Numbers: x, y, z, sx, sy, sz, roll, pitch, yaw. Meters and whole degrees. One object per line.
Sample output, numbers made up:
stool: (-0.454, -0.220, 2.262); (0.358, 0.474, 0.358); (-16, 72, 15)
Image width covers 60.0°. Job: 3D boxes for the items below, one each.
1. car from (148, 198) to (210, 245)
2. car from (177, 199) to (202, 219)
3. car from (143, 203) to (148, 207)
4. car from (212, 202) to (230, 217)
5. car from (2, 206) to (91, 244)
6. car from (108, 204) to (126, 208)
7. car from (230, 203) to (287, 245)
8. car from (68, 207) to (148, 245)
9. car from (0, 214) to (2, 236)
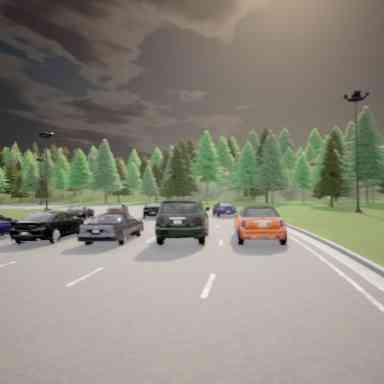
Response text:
car: (-0.355, 1.327, 16.251); (2.150, 2.045, 5.566); (-1, 0, 5)
car: (-0.282, 1.566, 32.737); (2.097, 1.767, 4.553); (-1, -1, -5)
car: (-3.811, 1.752, 32.864); (1.882, 1.535, 5.008); (-1, 0, -5)
car: (3.178, 1.688, 33.303); (1.812, 1.442, 4.674); (-1, 0, -5)
car: (-7.294, 1.710, 17.356); (1.882, 1.535, 5.008); (-1, 0, 4)
car: (-7.288, 1.855, 32.503); (1.812, 1.442, 4.674); (-1, 0, -5)
car: (3.136, 1.402, 16.024); (2.097, 1.767, 4.553); (-1, -1, 5)
car: (-3.836, 1.717, 16.543); (2.033, 1.411, 5.357); (-1, 0, 5)
car: (-10.785, 1.817, 17.554); (1.812, 1.442, 4.674); (-1, 0, 5)
